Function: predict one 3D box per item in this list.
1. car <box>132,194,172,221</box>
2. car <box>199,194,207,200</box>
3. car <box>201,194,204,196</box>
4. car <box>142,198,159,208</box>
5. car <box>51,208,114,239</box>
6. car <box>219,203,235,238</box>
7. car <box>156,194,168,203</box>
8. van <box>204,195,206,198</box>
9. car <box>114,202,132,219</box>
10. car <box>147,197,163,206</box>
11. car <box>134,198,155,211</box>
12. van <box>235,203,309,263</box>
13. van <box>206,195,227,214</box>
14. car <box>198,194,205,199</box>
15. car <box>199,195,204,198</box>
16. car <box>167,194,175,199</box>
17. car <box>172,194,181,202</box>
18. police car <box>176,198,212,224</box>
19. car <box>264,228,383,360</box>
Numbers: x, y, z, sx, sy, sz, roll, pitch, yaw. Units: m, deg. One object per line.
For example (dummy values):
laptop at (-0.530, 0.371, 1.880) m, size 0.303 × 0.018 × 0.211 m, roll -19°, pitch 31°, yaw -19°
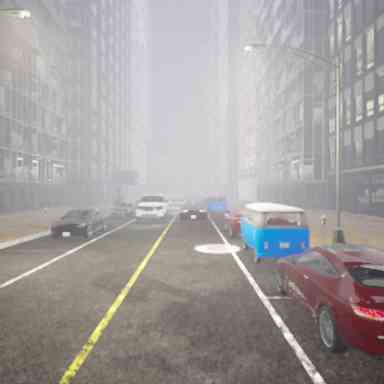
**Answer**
car at (-3.096, 1.165, 26.772) m, size 2.150 × 2.045 × 5.566 m, roll 0°, pitch 0°, yaw 0°
car at (2.703, 1.311, 85.605) m, size 1.887 × 1.381 × 4.507 m, roll 0°, pitch 0°, yaw 0°
car at (2.698, 1.424, 57.116) m, size 1.947 × 1.339 × 4.313 m, roll 0°, pitch 0°, yaw 0°
car at (-5.684, 1.475, 45.721) m, size 1.802 × 1.307 × 4.206 m, roll 0°, pitch 0°, yaw 0°
car at (-5.689, 1.530, 17.228) m, size 1.947 × 1.339 × 4.313 m, roll 0°, pitch 0°, yaw 0°
car at (2.691, 1.509, 17.225) m, size 1.887 × 1.381 × 4.507 m, roll 0°, pitch 0°, yaw 0°
car at (-5.681, 1.279, 62.815) m, size 1.967 × 1.590 × 4.097 m, roll 0°, pitch 0°, yaw 0°
van at (2.695, 1.249, 40.019) m, size 1.690 × 1.788 × 3.998 m, roll 0°, pitch 0°, yaw 0°
car at (-5.687, 1.519, 28.625) m, size 1.802 × 1.307 × 4.206 m, roll 0°, pitch 0°, yaw 0°
car at (-5.683, 1.426, 51.418) m, size 2.008 × 1.369 × 4.403 m, roll 0°, pitch 0°, yaw 0°
car at (-5.685, 1.453, 40.022) m, size 1.887 × 1.381 × 4.507 m, roll 0°, pitch 0°, yaw 0°
van at (2.690, 1.318, 11.527) m, size 1.690 × 1.788 × 3.998 m, roll 0°, pitch 0°, yaw 0°
van at (2.694, 1.264, 34.320) m, size 1.690 × 1.788 × 3.998 m, roll 0°, pitch 0°, yaw 0°
car at (2.704, 1.329, 91.303) m, size 1.802 × 1.307 × 4.206 m, roll 0°, pitch 0°, yaw 0°
car at (0.108, 1.468, 41.607) m, size 1.994 × 1.385 × 4.181 m, roll 0°, pitch 0°, yaw 0°
car at (-5.676, 1.298, 91.305) m, size 2.008 × 1.369 × 4.403 m, roll 0°, pitch 0°, yaw 0°
car at (-2.996, 1.376, 67.172) m, size 1.994 × 1.385 × 4.181 m, roll 0°, pitch 0°, yaw 0°
police car at (0.104, 1.450, 24.054) m, size 2.038 × 1.542 × 4.974 m, roll 0°, pitch 0°, yaw 0°
car at (2.689, 1.571, 5.829) m, size 1.802 × 1.307 × 4.206 m, roll 0°, pitch 0°, yaw 0°
